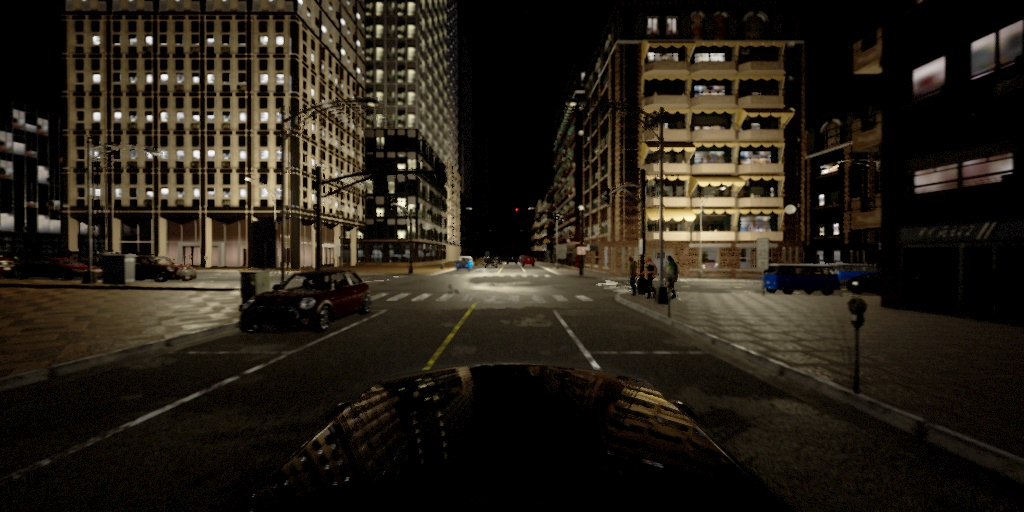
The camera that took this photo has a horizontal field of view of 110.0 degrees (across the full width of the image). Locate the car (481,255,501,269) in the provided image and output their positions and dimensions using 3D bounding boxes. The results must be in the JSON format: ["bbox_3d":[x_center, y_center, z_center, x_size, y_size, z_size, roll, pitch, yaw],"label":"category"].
[{"bbox_3d":[-3.062,1.036,52.357,1.837,1.490,4.892,0,0,0],"label":"car"}]

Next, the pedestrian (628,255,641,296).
[{"bbox_3d":[5.307,0.828,15.734,0.375,1.860,0.375,0,0,0],"label":"pedestrian"}]

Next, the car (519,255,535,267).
[{"bbox_3d":[2.688,0.817,59.532,2.192,1.841,5.009,0,0,0],"label":"car"}]

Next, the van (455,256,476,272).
[{"bbox_3d":[-5.691,0.910,42.878,1.690,1.789,3.998,0,0,0],"label":"van"}]

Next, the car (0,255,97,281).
[{"bbox_3d":[-26.722,0.764,21.155,4.207,1.307,1.802,0,0,0],"label":"car"}]

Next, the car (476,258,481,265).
[{"bbox_3d":[-5.693,1.006,64.911,1.751,1.417,4.829,0,0,0],"label":"car"}]

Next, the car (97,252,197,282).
[{"bbox_3d":[-21.147,0.730,21.169,4.097,1.591,1.967,0,0,0],"label":"car"}]

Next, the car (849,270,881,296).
[{"bbox_3d":[22.452,1.695,21.306,4.313,1.339,1.948,0,0,0],"label":"car"}]

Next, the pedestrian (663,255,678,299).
[{"bbox_3d":[6.739,0.840,15.134,0.375,1.860,0.375,0,0,0],"label":"pedestrian"}]

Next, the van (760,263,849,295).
[{"bbox_3d":[16.912,1.365,21.123,3.998,1.789,1.690,0,0,0],"label":"van"}]

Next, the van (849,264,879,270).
[{"bbox_3d":[27.919,1.525,29.668,3.998,1.789,1.690,0,0,0],"label":"van"}]

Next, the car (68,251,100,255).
[{"bbox_3d":[-27.004,0.514,23.742,4.553,1.767,2.097,1,0,0],"label":"car"}]

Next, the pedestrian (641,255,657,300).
[{"bbox_3d":[5.591,0.833,14.534,0.375,1.860,0.375,0,0,0],"label":"pedestrian"}]

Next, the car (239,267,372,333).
[{"bbox_3d":[-5.690,1.150,10.404,1.967,1.591,4.097,0,0,0],"label":"car"}]

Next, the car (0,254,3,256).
[{"bbox_3d":[-32.296,0.390,21.142,5.009,1.841,2.192,0,0,0],"label":"car"}]
